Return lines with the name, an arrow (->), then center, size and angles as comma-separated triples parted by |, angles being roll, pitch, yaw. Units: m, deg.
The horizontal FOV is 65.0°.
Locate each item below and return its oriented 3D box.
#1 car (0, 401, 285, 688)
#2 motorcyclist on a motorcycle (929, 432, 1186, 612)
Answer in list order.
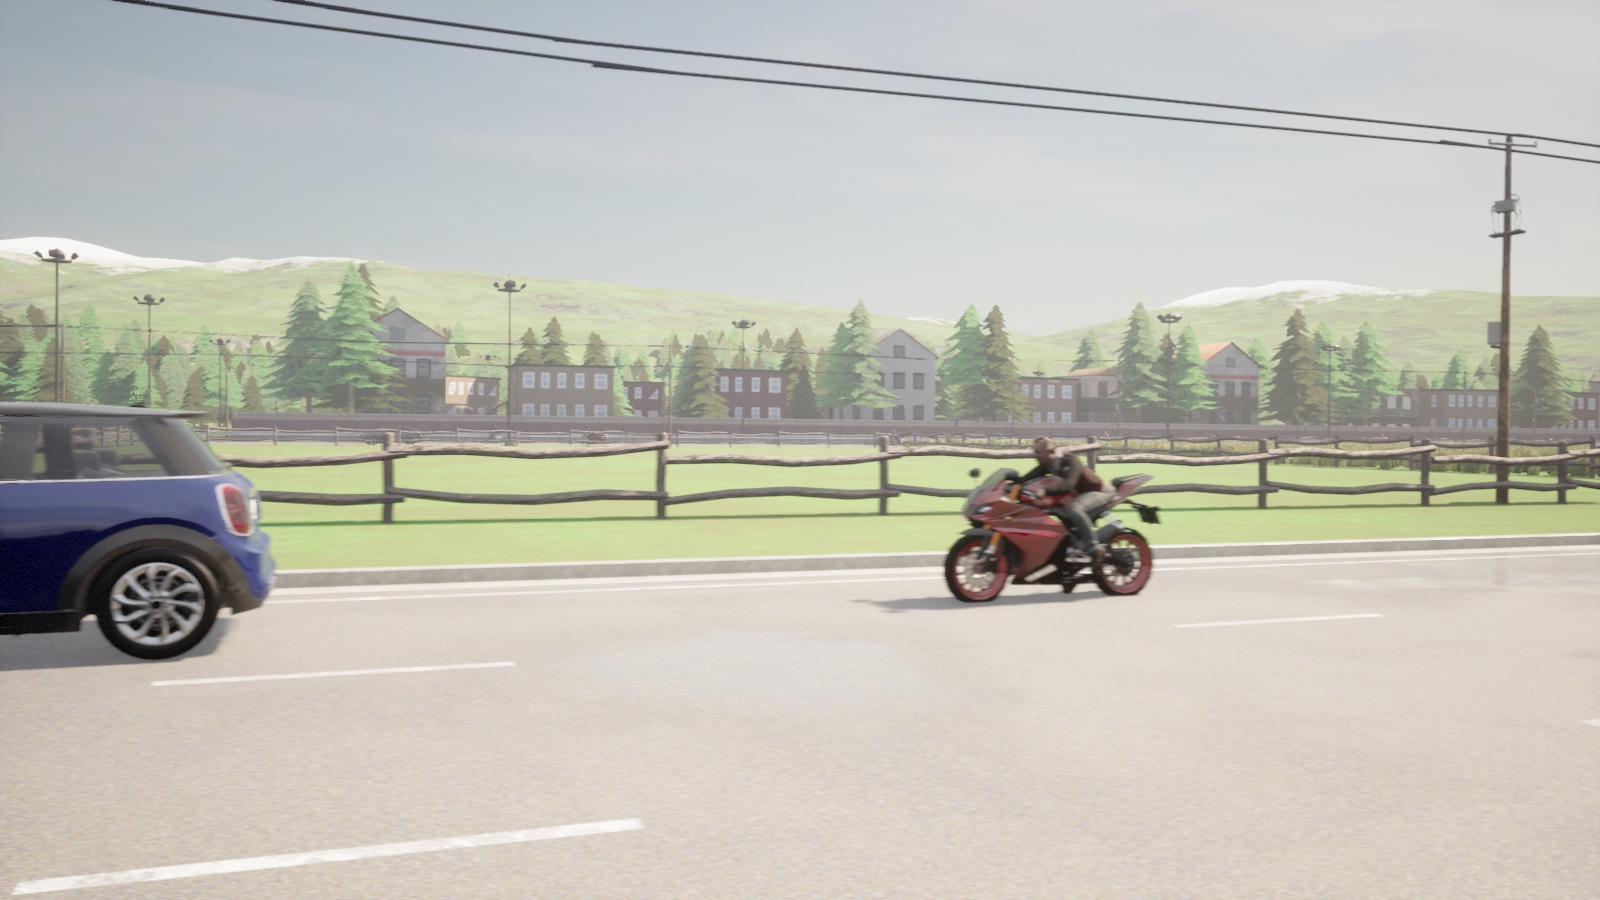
car -> -5.972, 0.586, 8.458 | 4.553, 1.767, 2.097 | -1, 1, -21
motorcyclist on a motorcycle -> 2.384, 0.610, 11.632 | 2.191, 1.530, 0.866 | -1, 1, -21
